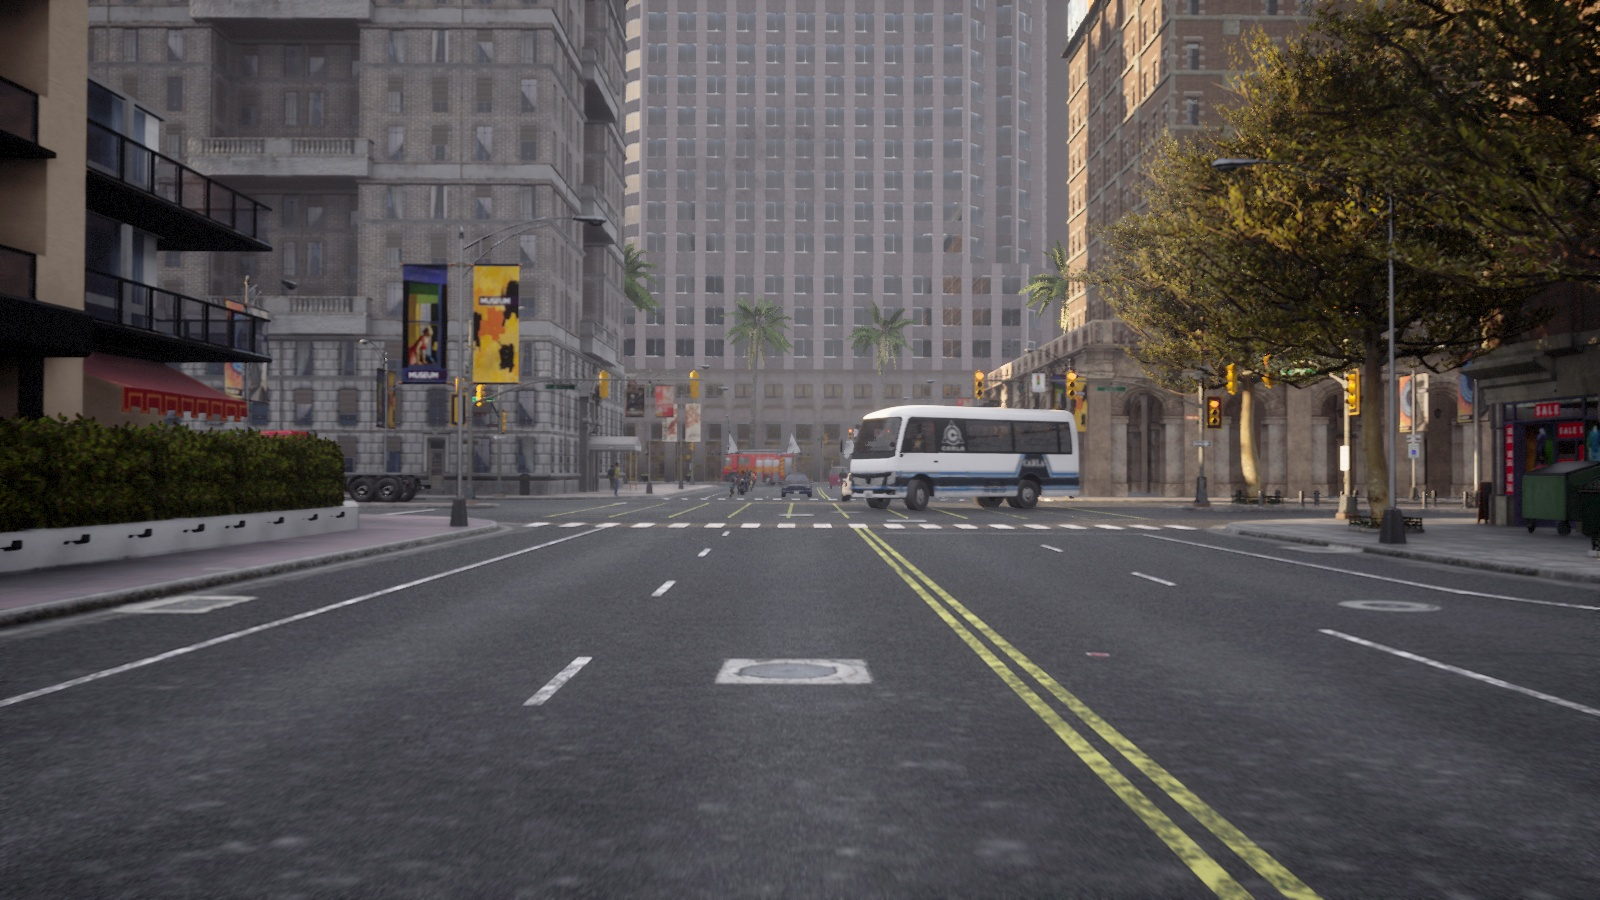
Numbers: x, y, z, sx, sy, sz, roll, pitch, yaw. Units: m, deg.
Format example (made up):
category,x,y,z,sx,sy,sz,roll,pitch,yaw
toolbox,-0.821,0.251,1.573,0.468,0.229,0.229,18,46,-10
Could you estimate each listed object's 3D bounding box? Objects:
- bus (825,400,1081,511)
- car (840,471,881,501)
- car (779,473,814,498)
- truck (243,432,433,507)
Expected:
category,x,y,z,sx,sy,sz,roll,pitch,yaw
bus,6.445,0.286,52.171,10.273,4.253,3.944,0,-2,-31
car,3.228,1.873,66.087,1.970,1.475,3.806,0,-1,6
car,-0.186,2.128,75.563,2.033,1.411,5.357,0,-1,0
truck,-21.789,0.917,59.564,7.936,3.462,2.891,0,-1,0
